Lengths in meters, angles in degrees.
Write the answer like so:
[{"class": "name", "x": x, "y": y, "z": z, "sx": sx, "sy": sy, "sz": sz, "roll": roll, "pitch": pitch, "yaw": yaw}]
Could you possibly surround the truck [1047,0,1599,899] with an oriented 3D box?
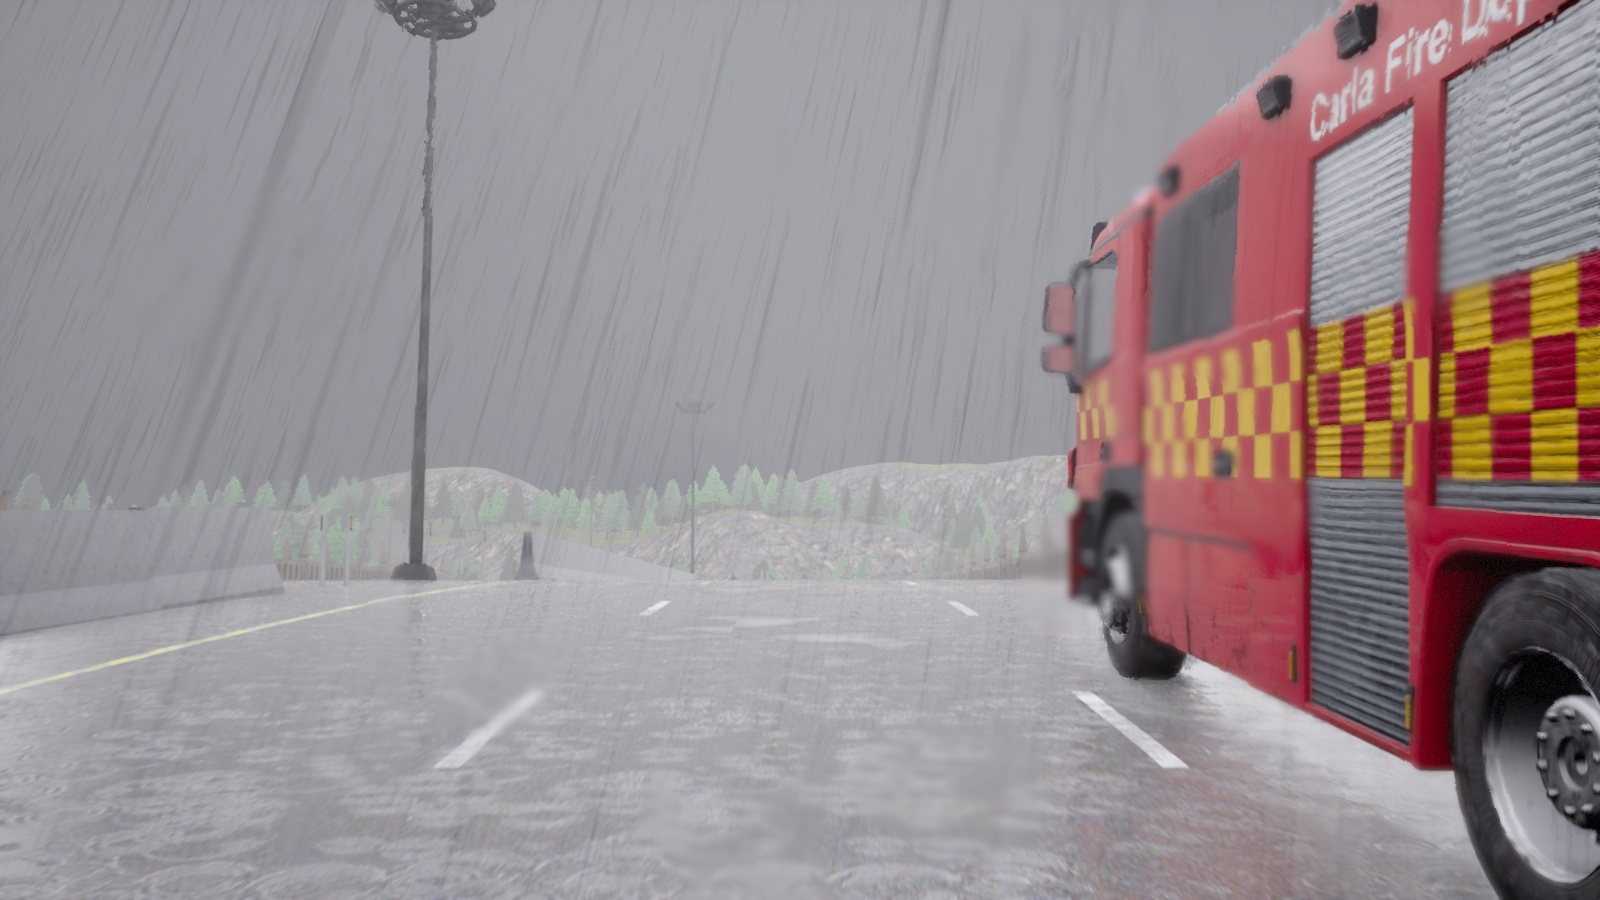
[{"class": "truck", "x": 3.554, "y": -0.356, "z": 6.600, "sx": 2.891, "sy": 3.827, "sz": 8.468, "roll": 0, "pitch": -1, "yaw": 0}]
